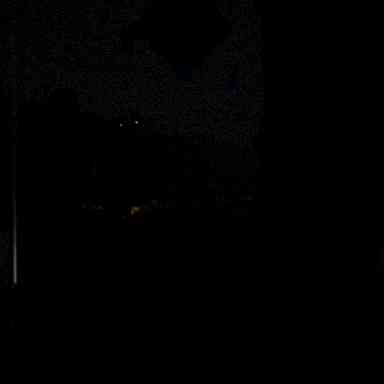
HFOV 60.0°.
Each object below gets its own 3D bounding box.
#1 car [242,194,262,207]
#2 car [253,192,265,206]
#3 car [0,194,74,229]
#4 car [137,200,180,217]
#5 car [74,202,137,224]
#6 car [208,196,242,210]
[{"bbox_3d":[6.730,1.260,41.635,1.802,1.307,4.206,-1,0,35],"label":"car"},{"bbox_3d":[9.987,0.956,46.279,2.192,1.841,5.009,-1,0,35],"label":"car"},{"bbox_3d":[-10.786,1.138,21.286,2.150,2.045,5.566,-1,0,35],"label":"car"},{"bbox_3d":[-2.952,1.325,27.840,1.752,1.417,4.829,0,0,35],"label":"car"},{"bbox_3d":[-6.309,1.397,23.056,2.008,1.369,4.403,0,0,35],"label":"car"},{"bbox_3d":[3.469,1.157,36.990,1.967,1.590,4.097,-1,0,35],"label":"car"}]
